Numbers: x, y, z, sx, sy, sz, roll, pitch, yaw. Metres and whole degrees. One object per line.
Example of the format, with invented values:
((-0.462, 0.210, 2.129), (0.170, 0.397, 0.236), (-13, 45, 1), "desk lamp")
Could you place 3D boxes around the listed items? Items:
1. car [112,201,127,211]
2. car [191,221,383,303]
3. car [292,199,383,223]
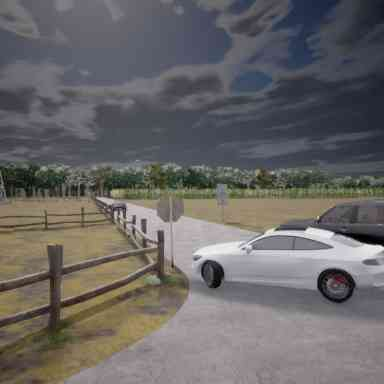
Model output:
((-10.869, 1.988, 49.470), (2.033, 1.411, 5.357), (-2, 0, -18), "car")
((2.230, 1.614, 8.281), (4.674, 1.442, 1.812), (-2, 0, 27), "car")
((5.108, 1.231, 9.829), (2.150, 2.045, 5.566), (-2, 0, -40), "car")
